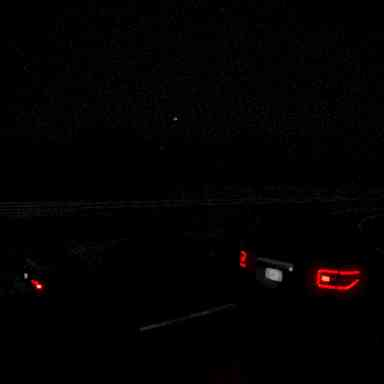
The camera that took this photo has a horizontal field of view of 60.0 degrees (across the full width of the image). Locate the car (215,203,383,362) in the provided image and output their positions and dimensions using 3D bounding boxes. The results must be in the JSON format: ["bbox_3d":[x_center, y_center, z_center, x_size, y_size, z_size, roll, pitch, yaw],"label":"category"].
[{"bbox_3d":[3.299,1.216,6.099,5.566,2.045,2.150,0,0,-35],"label":"car"}]

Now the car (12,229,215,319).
[{"bbox_3d":[-0.916,1.544,7.392,5.357,1.411,2.033,0,0,-35],"label":"car"}]
